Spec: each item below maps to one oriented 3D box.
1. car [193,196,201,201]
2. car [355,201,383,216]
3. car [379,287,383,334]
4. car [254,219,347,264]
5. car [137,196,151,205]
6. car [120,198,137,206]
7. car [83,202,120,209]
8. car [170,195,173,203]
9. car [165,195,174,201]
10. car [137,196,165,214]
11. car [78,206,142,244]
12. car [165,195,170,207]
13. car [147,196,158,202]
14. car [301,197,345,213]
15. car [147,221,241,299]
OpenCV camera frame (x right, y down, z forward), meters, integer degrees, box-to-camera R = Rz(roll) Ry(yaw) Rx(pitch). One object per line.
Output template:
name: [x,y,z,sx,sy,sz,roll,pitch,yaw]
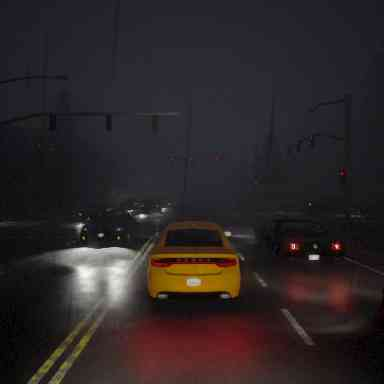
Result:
car: [1.298,1.595,88.224,1.895,1.301,4.718,0,0,-1]
car: [18.770,1.547,32.211,5.357,1.411,2.033,0,0,-2]
car: [3.597,1.478,2.721,1.882,1.535,5.008,0,0,0]
car: [3.501,1.601,11.811,1.895,1.301,4.718,0,0,-1]
car: [-8.523,1.477,59.109,1.882,1.535,5.008,0,0,-1]
car: [-8.217,1.547,43.913,2.033,1.411,5.357,0,0,0]
car: [-7.553,1.547,26.866,2.033,1.411,5.357,0,0,-2]
car: [-5.127,1.525,64.477,1.812,1.442,4.674,0,0,-1]
car: [-5.500,1.454,80.348,1.994,1.385,4.181,0,0,-1]
car: [-4.366,1.351,35.992,2.097,1.767,4.553,0,0,-2]
car: [-3.743,1.564,15.547,1.994,1.385,4.181,0,0,-1]
car: [-4.804,1.492,50.010,2.128,1.511,4.902,0,0,-1]
car: [-8.846,1.552,74.369,1.994,1.385,4.181,0,0,-1]
car: [14.080,1.352,35.576,4.553,1.767,2.097,0,0,-2]
car: [0.033,1.478,8.487,1.882,1.535,5.008,0,0,0]
